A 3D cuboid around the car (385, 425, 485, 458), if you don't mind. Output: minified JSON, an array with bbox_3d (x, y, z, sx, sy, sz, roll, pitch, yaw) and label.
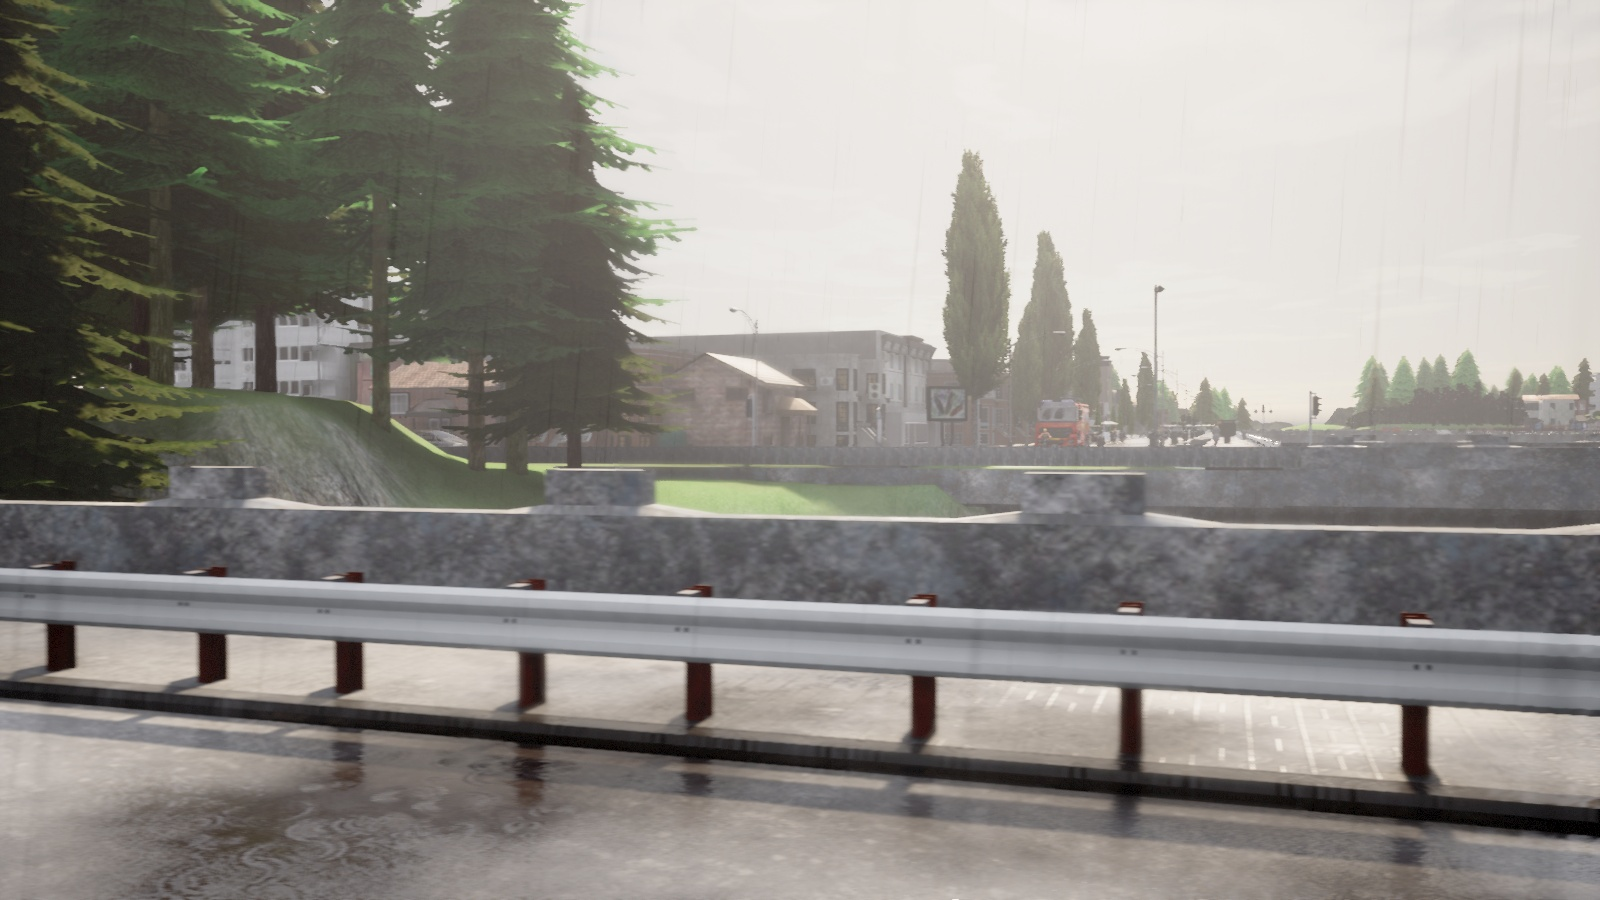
[{"bbox_3d":[-19.387,-0.471,66.752,4.611,1.667,2.242,1,1,19],"label":"car"}]

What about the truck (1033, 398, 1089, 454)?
[{"bbox_3d":[18.635,-1.698,89.292,2.891,3.827,8.468,1,1,19],"label":"truck"}]
